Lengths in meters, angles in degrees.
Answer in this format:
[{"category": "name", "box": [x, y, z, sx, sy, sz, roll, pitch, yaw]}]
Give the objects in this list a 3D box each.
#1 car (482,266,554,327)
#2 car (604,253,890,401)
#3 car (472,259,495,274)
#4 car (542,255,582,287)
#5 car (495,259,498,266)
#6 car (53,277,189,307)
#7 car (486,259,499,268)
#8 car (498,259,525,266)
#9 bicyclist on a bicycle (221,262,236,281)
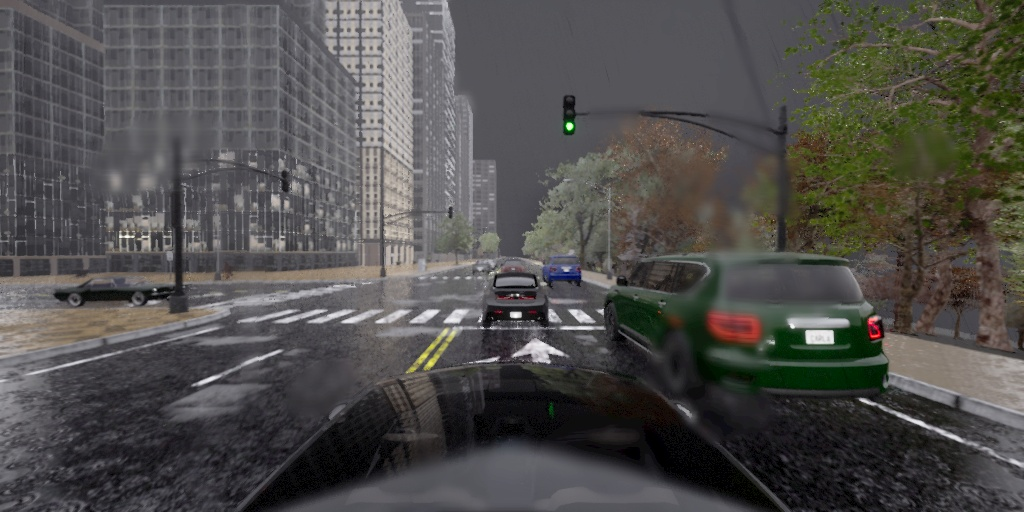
[{"category": "car", "box": [0.097, 1.249, 11.587, 1.837, 1.490, 4.892, 0, 0, 0]}, {"category": "car", "box": [3.349, 0.969, 6.584, 2.150, 2.045, 5.566, 0, 0, 0]}, {"category": "car", "box": [-3.350, 1.214, 40.113, 2.128, 1.511, 4.902, 0, 0, 0]}, {"category": "car", "box": [3.337, 0.961, 24.650, 2.150, 2.045, 5.566, 0, 0, 0]}, {"category": "car", "box": [-3.328, 1.242, 49.797, 1.812, 1.442, 4.674, 0, 0, 0]}, {"category": "car", "box": [-18.416, 1.646, 17.090, 4.718, 1.301, 1.895, -1, 1, 0]}, {"category": "car", "box": [-3.265, 1.214, 60.054, 1.837, 1.490, 4.892, 0, 0, 0]}, {"category": "car", "box": [0.094, 1.078, 31.368, 2.097, 1.767, 4.553, 0, 0, 0]}, {"category": "bicyclist on a bicycle", "box": [-24.657, 1.313, 31.208, 0.582, 1.620, 1.656, -1, 1, 0]}]
